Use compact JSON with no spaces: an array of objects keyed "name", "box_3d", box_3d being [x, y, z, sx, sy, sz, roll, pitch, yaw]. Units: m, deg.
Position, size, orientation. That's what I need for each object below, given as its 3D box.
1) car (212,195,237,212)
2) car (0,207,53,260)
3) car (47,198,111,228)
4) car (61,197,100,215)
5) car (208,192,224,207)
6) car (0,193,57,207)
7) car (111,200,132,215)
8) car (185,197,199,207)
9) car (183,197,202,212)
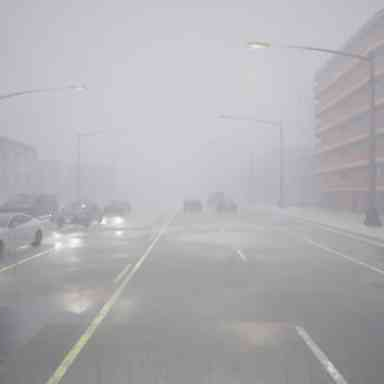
[{"name":"car","box_3d":[3.564,1.361,35.269,1.994,1.385,4.181,0,0,0]},{"name":"car","box_3d":[-7.112,1.491,12.262,1.812,1.442,4.674,0,0,0]},{"name":"car","box_3d":[-7.116,1.389,21.544,2.128,1.511,4.902,0,0,0]},{"name":"car","box_3d":[-10.584,1.315,32.049,2.128,1.511,4.902,0,0,0]},{"name":"car","box_3d":[3.476,0.979,47.216,2.150,2.045,5.566,0,0,0]},{"name":"car","box_3d":[-10.609,1.120,21.799,2.150,2.045,5.566,0,0,0]},{"name":"car","box_3d":[-7.088,1.426,31.674,1.895,1.301,4.718,0,0,0]},{"name":"car","box_3d":[-0.030,1.357,47.212,1.895,1.301,4.718,0,0,0]},{"name":"car","box_3d":[0.063,1.276,35.197,1.882,1.535,5.008,0,1,0]}]
